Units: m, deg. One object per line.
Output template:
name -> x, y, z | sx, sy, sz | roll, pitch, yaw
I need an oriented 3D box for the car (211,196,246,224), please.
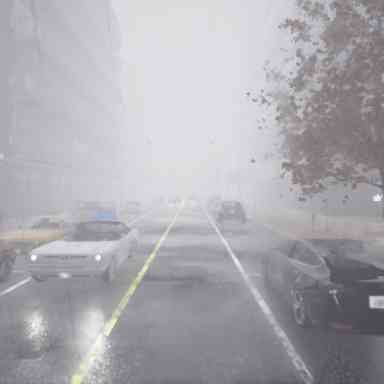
car -> 2.626, 1.294, 23.569 | 1.967, 1.590, 4.097 | 1, 0, 0

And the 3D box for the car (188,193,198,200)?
car -> 0.155, 1.009, 74.784 | 2.128, 1.511, 4.902 | 0, 0, 0

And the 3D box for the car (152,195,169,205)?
car -> -5.197, 1.226, 52.065 | 2.008, 1.369, 4.403 | 1, 0, 0

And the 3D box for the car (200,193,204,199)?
car -> 2.741, 1.052, 80.094 | 2.008, 1.369, 4.403 | 1, 0, 0

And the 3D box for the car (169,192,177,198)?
car -> -5.114, 0.871, 91.588 | 1.967, 1.590, 4.097 | 1, 0, 0

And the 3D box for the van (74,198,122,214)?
van -> -5.264, 1.228, 18.185 | 1.690, 1.788, 3.998 | 1, 0, 0

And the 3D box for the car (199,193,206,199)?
car -> 2.754, 0.991, 85.916 | 1.752, 1.417, 4.829 | 1, 0, 0

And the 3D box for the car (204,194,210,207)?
car -> 2.839, 1.238, 43.027 | 1.837, 1.490, 4.892 | 0, 0, 0

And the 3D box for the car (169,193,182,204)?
car -> -2.707, 1.233, 53.227 | 1.994, 1.385, 4.181 | 0, 0, 0

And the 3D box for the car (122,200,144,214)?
car -> -5.244, 1.398, 29.479 | 1.802, 1.307, 4.206 | 1, 0, 0

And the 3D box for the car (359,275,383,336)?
car -> 2.578, 1.538, 0.960 | 1.887, 1.381, 4.507 | 1, 0, 0

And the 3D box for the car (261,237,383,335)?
car -> 2.589, 1.525, 6.613 | 1.947, 1.339, 4.313 | 1, 0, 0

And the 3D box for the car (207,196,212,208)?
car -> 2.636, 1.363, 29.222 | 1.887, 1.381, 4.507 | 1, 0, 0

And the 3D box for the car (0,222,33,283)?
car -> -5.291, 1.539, 6.893 | 1.802, 1.307, 4.206 | 1, 0, 0

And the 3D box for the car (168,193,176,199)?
car -> -5.127, 1.031, 85.943 | 1.947, 1.339, 4.313 | 1, 0, 0

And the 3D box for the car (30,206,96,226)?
car -> -5.279, 1.448, 12.369 | 1.752, 1.417, 4.829 | 1, 0, 0

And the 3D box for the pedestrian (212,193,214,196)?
pedestrian -> 2.845, 1.007, 45.984 | 0.375, 1.860, 0.375 | 1, 0, 0

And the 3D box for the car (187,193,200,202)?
car -> 0.155, 1.124, 60.994 | 1.837, 1.490, 4.892 | 0, 0, 1

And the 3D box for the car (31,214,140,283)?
car -> -2.831, 1.541, 9.616 | 1.895, 1.301, 4.718 | 0, 0, 0
